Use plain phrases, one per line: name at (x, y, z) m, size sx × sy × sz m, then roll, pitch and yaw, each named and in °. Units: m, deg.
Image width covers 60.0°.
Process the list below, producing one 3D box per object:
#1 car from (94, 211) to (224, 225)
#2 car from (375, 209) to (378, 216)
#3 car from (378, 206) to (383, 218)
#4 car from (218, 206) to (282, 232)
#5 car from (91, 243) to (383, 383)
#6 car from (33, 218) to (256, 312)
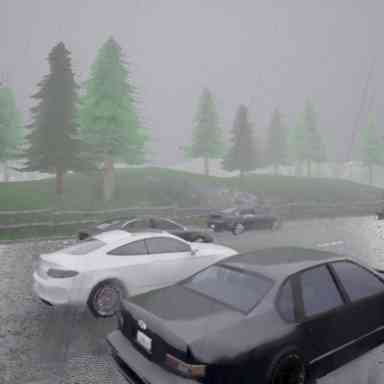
car at (-1.459, 1.528, 11.318) m, size 4.892 × 1.490 × 1.837 m, roll 0°, pitch 0°, yaw -35°
car at (18.549, 1.728, 29.922) m, size 4.718 × 1.301 × 1.895 m, roll 0°, pitch 0°, yaw -36°
car at (15.253, 1.627, 23.261) m, size 4.674 × 1.442 × 1.812 m, roll 0°, pitch 0°, yaw -36°
car at (3.064, 1.558, 18.848) m, size 4.892 × 1.490 × 1.837 m, roll 0°, pitch 0°, yaw -36°
car at (1.547, 1.563, 4.854) m, size 5.357 × 1.411 × 2.033 m, roll 0°, pitch 0°, yaw -36°
car at (-0.948, 1.539, 7.384) m, size 4.674 × 1.442 × 1.812 m, roll 0°, pitch 0°, yaw -35°
